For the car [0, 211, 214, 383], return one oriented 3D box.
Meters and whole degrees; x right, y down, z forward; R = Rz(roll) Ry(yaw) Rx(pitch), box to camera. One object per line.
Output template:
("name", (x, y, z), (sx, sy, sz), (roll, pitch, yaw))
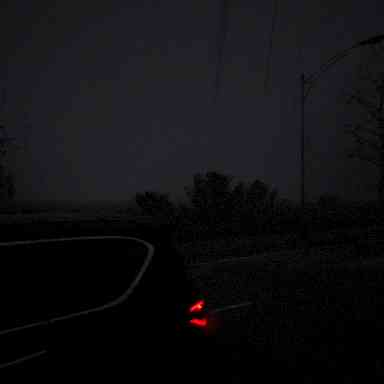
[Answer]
("car", (-2.416, 1.214, 2.183), (5.566, 2.045, 2.150), (0, 0, -35))
